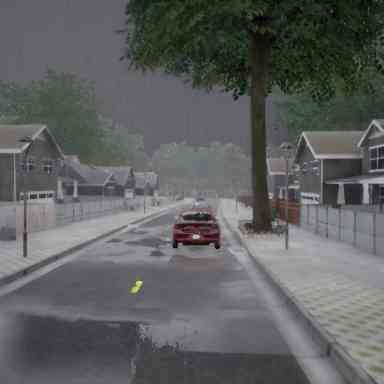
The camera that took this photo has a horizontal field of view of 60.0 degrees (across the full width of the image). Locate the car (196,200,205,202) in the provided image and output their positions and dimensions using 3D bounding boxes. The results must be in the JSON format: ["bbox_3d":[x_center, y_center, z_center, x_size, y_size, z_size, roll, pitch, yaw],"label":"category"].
[{"bbox_3d":[0.900,1.640,29.584,1.895,1.301,4.718,0,0,3],"label":"car"}]

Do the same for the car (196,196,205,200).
[{"bbox_3d":[1.947,1.623,75.806,1.895,1.301,4.718,0,0,5],"label":"car"}]

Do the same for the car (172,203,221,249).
[{"bbox_3d":[0.225,1.487,14.606,1.882,1.535,5.008,0,0,2],"label":"car"}]
